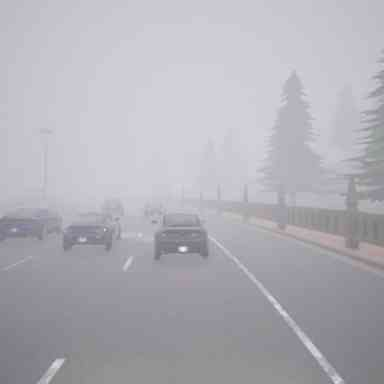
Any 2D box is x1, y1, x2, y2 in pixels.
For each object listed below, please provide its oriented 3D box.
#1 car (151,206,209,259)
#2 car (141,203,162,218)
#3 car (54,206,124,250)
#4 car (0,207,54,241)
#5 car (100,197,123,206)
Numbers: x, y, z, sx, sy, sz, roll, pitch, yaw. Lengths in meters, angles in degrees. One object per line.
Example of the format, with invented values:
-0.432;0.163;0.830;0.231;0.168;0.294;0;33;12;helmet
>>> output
-0.495;1.520;12.745;1.837;1.490;4.892;0;0;-5;car
-3.677;1.637;30.902;1.895;1.301;4.718;0;0;-15;car
-4.174;1.542;14.270;1.812;1.442;4.674;0;0;-6;car
-7.994;1.497;16.818;1.882;1.535;5.008;0;0;-7;car
-8.005;1.391;33.193;2.097;1.767;4.553;0;0;-16;car
